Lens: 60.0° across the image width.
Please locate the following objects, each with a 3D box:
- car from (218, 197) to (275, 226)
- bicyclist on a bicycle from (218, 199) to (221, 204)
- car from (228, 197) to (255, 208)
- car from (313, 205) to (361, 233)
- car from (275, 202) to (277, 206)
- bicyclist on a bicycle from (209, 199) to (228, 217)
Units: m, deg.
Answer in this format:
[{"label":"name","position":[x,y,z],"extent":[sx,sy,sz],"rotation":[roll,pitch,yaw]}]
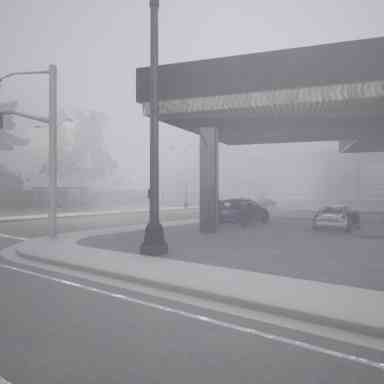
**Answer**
[{"label":"car","position":[3.376,1.295,22.064],"extent":[2.242,1.667,4.611],"rotation":[0,0,37]},{"label":"bicyclist on a bicycle","position":[2.495,1.387,29.719],"extent":[0.582,1.620,1.656],"rotation":[0,-9,-36]},{"label":"car","position":[7.471,1.505,49.853],"extent":[1.837,1.490,4.892],"rotation":[0,0,36]},{"label":"car","position":[8.450,1.456,19.265],"extent":[1.970,1.475,3.806],"rotation":[0,0,37]},{"label":"car","position":[10.459,1.547,48.004],"extent":[2.033,1.411,5.357],"rotation":[0,0,37]},{"label":"bicyclist on a bicycle","position":[2.456,1.453,30.454],"extent":[1.656,1.620,0.582],"rotation":[0,0,18]}]
